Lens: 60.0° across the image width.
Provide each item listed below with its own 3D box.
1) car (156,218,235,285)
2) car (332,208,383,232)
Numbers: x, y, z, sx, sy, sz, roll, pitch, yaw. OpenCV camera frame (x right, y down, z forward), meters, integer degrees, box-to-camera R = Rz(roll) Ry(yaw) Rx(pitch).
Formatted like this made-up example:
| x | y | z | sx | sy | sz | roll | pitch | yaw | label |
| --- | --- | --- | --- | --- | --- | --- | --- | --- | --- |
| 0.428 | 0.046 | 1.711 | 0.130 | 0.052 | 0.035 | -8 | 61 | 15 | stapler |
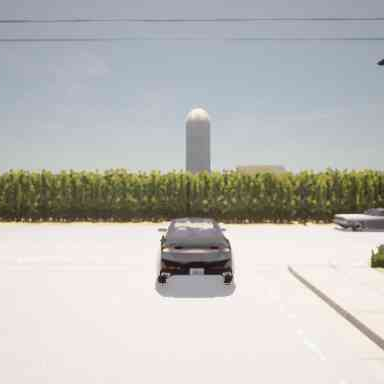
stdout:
| x | y | z | sx | sy | sz | roll | pitch | yaw | label |
| --- | --- | --- | --- | --- | --- | --- | --- | --- | --- |
| 0.023 | 1.485 | 9.525 | 2.128 | 1.511 | 4.902 | 0 | 0 | -2 | car |
| 10.894 | 1.614 | 19.577 | 4.718 | 1.301 | 1.895 | 0 | 0 | 1 | car |
